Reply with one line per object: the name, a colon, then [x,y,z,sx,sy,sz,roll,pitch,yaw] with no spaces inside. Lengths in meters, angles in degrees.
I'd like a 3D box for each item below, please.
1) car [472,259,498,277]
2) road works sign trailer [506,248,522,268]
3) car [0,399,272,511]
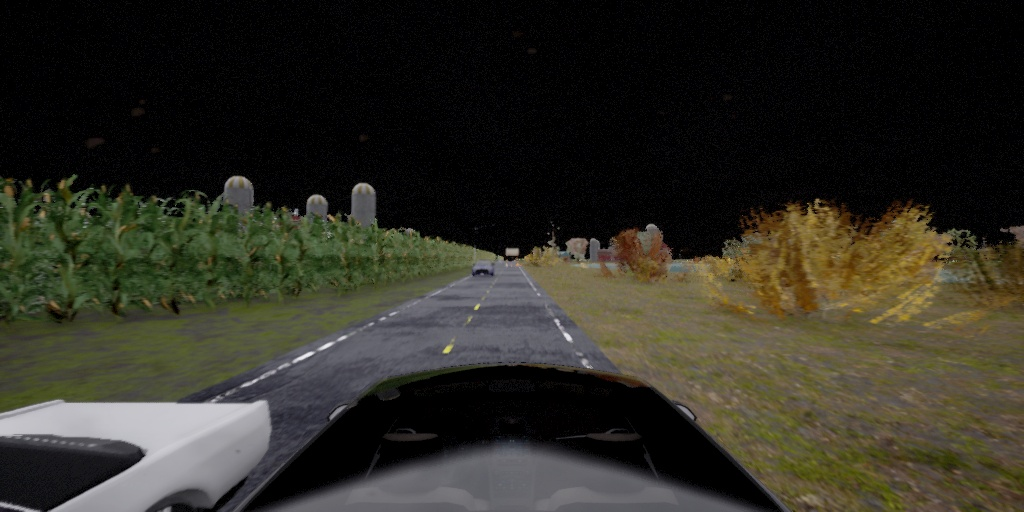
car: [-2.809,1.141,36.037,2.097,1.767,4.553,0,0,0]
road works sign trailer: [0.057,0.325,62.595,2.380,3.560,2.880,0,0,0]
car: [-2.843,1.350,0.570,1.895,1.301,4.718,0,0,1]
